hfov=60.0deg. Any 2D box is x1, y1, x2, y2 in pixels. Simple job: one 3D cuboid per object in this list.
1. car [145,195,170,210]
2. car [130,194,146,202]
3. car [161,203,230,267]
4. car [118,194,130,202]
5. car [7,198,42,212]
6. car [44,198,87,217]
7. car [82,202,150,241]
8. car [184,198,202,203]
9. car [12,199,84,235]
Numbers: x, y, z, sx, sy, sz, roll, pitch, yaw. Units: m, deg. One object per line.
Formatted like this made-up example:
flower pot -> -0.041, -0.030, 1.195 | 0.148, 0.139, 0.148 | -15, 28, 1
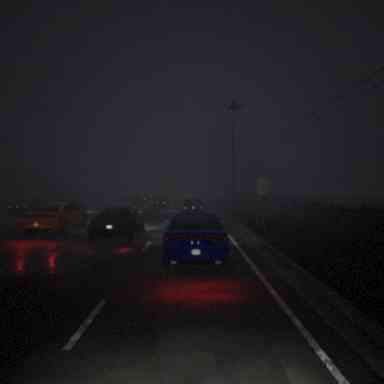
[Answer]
car -> -3.395, 1.117, 35.859 | 2.033, 1.411, 5.357 | 0, 1, 0
car -> -6.893, 0.979, 45.600 | 1.812, 1.442, 4.674 | 0, 1, 0
car -> 0.102, 1.346, 10.907 | 1.882, 1.535, 5.008 | 0, 1, 0
car -> -10.392, 0.967, 52.817 | 1.895, 1.301, 4.718 | 0, 1, 0
car -> -13.942, 1.198, 29.086 | 2.033, 1.411, 5.357 | 0, 1, 0
car -> -10.395, 1.230, 27.728 | 1.994, 1.385, 4.181 | 0, 1, 0
car -> -3.397, 1.376, 15.641 | 1.994, 1.385, 4.181 | 0, 1, 0
car -> 0.103, 1.214, 27.786 | 2.033, 1.411, 5.357 | 0, 1, 0
car -> -6.897, 1.270, 17.196 | 1.882, 1.535, 5.008 | 0, 0, 0
